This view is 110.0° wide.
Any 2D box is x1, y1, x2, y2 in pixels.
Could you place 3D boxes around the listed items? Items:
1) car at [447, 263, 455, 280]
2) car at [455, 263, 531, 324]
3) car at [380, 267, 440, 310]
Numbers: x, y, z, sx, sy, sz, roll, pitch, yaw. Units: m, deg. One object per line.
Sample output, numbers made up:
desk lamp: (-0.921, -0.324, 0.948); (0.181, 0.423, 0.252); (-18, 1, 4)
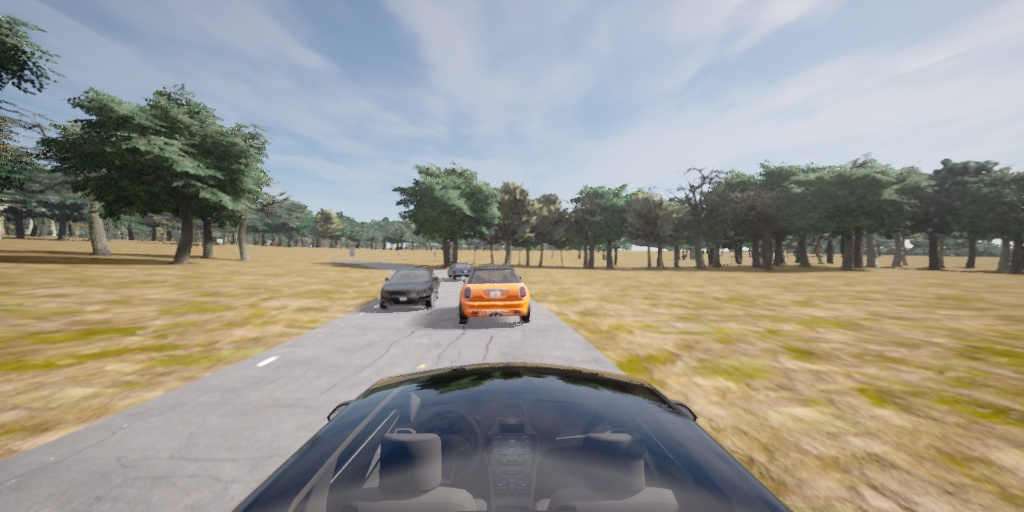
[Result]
car: (-4.410, 1.275, 30.840); (2.033, 1.411, 5.357); (-1, 1, -17)
car: (-0.687, 1.092, 12.202); (2.097, 1.767, 4.553); (0, 0, -6)
car: (-4.077, 1.227, 14.917); (1.882, 1.535, 5.008); (0, 0, -7)
